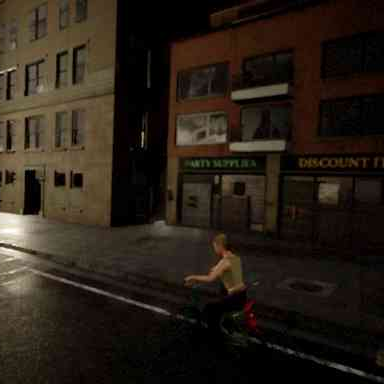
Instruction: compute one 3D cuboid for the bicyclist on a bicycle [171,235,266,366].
[{"bbox_3d":[0.312,1.366,4.468,1.509,1.612,0.866,2,1,35],"label":"bicyclist on a bicycle"}]
